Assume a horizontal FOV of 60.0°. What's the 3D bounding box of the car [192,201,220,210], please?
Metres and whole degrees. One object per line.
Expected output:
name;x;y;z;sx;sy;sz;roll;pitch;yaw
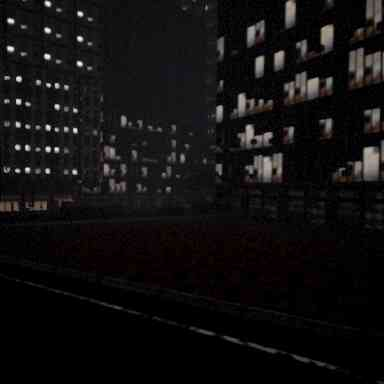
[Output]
car;2.305;2.220;55.694;4.313;1.339;1.947;0;1;-34

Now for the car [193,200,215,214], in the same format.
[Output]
car;2.075;2.067;45.987;5.009;1.841;2.192;0;1;-34

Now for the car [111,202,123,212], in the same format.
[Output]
car;-11.735;2.138;46.096;4.403;1.369;2.008;0;1;-34

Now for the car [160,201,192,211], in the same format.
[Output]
car;-2.515;2.157;52.399;4.829;1.417;1.752;0;1;-34

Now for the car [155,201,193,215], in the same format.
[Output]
car;-2.608;2.274;42.790;4.507;1.381;1.887;0;1;-34

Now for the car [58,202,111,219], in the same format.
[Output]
car;-11.965;2.000;36.389;5.009;1.841;2.192;0;1;-34
